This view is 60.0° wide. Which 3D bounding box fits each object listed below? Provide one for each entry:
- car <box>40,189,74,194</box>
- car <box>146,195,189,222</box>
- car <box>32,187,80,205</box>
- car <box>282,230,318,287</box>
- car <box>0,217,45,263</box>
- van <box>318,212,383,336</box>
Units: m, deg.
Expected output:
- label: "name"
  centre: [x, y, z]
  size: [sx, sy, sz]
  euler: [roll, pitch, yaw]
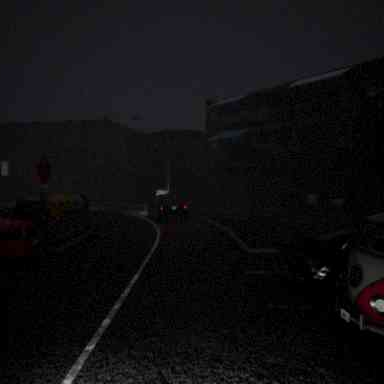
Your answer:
- label: "car"
  centre: [-12.592, 0.586, 31.429]
  size: [4.553, 1.767, 2.097]
  euler: [0, 3, 28]
- label: "car"
  centre: [-1.825, 0.970, 23.331]
  size: [2.097, 1.767, 4.553]
  euler: [-1, 3, -18]
- label: "car"
  centre: [-14.710, 0.439, 35.939]
  size: [4.553, 1.767, 2.097]
  euler: [0, 3, 23]
- label: "car"
  centre: [4.649, 1.509, 7.850]
  size: [4.892, 1.521, 2.231]
  euler: [0, 1, 0]
- label: "car"
  centre: [-7.645, 1.234, 10.387]
  size: [5.566, 2.045, 2.435]
  euler: [0, 0, 0]
- label: "van"
  centre: [4.536, 1.288, 5.042]
  size: [4.442, 1.987, 1.878]
  euler: [0, 0, 0]
